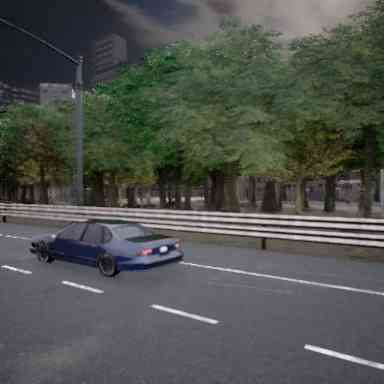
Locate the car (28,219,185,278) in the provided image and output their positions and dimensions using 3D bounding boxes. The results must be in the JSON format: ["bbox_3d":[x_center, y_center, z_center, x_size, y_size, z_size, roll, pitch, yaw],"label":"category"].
[{"bbox_3d":[-2.787,1.548,10.156,5.357,1.411,2.033,0,0,35],"label":"car"}]
